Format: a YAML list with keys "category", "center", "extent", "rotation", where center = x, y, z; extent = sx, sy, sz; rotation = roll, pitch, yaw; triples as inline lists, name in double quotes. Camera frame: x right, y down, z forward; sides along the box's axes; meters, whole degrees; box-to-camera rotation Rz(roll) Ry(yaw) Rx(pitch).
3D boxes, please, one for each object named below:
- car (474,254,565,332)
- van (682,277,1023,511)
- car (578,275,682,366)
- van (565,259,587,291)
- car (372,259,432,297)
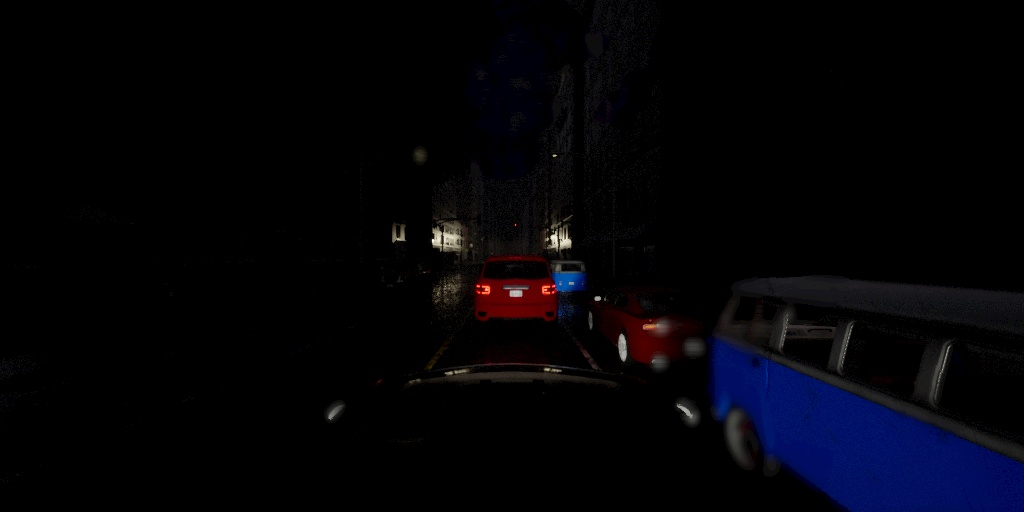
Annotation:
- category: "car"
  center: [0.111, 0.970, 11.061]
  extent: [2.150, 2.045, 5.566]
  rotation: [0, 0, 0]
- category: "van"
  center: [2.856, 1.091, 2.179]
  extent: [1.690, 1.789, 3.998]
  rotation: [0, 0, 0]
- category: "car"
  center: [2.863, 1.294, 7.840]
  extent: [1.888, 1.381, 4.507]
  rotation: [0, 0, 0]
- category: "van"
  center: [2.876, 1.086, 19.161]
  extent: [1.690, 1.789, 3.998]
  rotation: [0, 0, 0]
- category: "car"
  center: [-5.649, 1.060, 19.131]
  extent: [2.192, 1.841, 5.009]
  rotation: [0, 0, 0]
